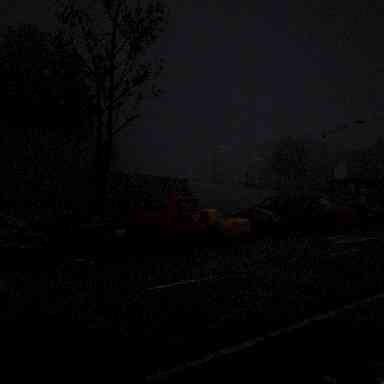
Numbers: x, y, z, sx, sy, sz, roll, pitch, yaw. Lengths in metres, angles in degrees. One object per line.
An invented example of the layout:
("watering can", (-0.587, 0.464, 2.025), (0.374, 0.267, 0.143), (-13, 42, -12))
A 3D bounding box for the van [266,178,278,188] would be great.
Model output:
("van", (17.551, -1.765, 68.510), (1.878, 1.987, 4.442), (7, 4, 35))

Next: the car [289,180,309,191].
("car", (21.017, -0.993, 63.660), (2.231, 1.521, 4.892), (7, 3, 35))

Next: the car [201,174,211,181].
("car", (5.528, -3.700, 85.850), (2.435, 2.045, 5.566), (7, 4, 34))

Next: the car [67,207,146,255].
("car", (-4.470, 1.524, 13.346), (4.792, 1.488, 2.163), (-1, -1, 35))

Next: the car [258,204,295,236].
("car", (2.926, 1.548, 18.511), (4.674, 1.452, 2.002), (-1, -1, 35))

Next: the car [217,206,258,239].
("car", (0.311, 1.503, 16.896), (5.366, 1.575, 1.946), (-1, -1, 35))

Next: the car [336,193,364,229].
("car", (7.883, 1.267, 21.950), (5.566, 2.045, 2.435), (-1, -1, 35))

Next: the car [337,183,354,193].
("car", (26.192, -0.427, 56.249), (2.435, 2.045, 5.566), (7, 3, 35))

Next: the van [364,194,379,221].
("van", (10.429, 1.296, 23.608), (4.442, 1.987, 1.878), (-1, -1, 35))

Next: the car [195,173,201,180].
("car", (3.746, -3.851, 88.324), (2.185, 1.767, 4.553), (6, 3, 34))

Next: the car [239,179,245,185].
("car", (12.438, -2.318, 76.048), (2.002, 1.452, 4.674), (7, 3, 35))

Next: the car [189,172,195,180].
("car", (2.027, -4.086, 90.803), (2.185, 1.767, 4.553), (4, 1, 34))

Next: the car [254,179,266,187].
("car", (15.989, -1.813, 71.248), (1.946, 1.575, 5.366), (7, 3, 35))

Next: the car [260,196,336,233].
("car", (5.361, 1.262, 20.257), (5.566, 2.045, 2.435), (-1, -1, 35))

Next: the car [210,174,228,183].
("car", (7.368, -3.177, 83.582), (1.946, 1.575, 5.366), (7, 3, 34))

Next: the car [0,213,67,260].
("car", (-6.898, 1.493, 11.611), (4.892, 1.521, 2.231), (-1, -1, 35))

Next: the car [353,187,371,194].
("car", (27.871, 0.135, 53.769), (2.002, 1.452, 4.674), (7, 3, 35))

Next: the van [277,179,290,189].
("van", (19.268, -1.492, 66.030), (1.878, 1.987, 4.442), (7, 4, 35))

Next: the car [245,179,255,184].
("car", (14.169, -2.045, 73.577), (2.002, 1.452, 4.674), (7, 4, 35))

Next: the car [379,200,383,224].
("car", (12.846, 1.403, 25.347), (4.553, 1.767, 2.185), (-1, -1, 36))

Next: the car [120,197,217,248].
("car", (-2.017, 1.248, 15.079), (5.566, 2.045, 2.435), (-1, -1, 35))

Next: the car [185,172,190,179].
("car", (0.267, -4.363, 93.158), (2.435, 2.045, 5.566), (1, -1, 35))
